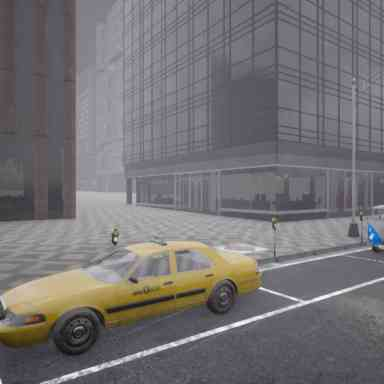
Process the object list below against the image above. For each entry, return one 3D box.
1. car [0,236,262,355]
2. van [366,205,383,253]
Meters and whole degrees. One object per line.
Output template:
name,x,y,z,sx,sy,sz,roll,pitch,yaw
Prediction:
car,-0.849,1.525,6.042,4.829,1.417,1.752,0,0,-35
van,8.151,1.342,12.446,3.998,1.788,1.690,0,0,-35
